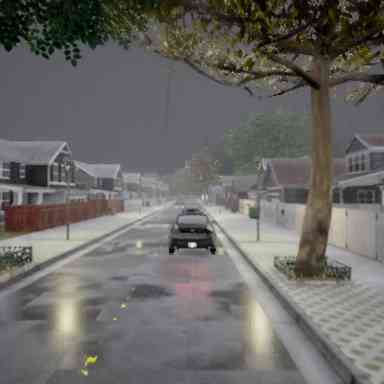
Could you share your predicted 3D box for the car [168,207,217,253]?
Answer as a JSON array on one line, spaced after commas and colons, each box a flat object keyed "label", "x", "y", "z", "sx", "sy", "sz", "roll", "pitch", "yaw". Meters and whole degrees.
[{"label": "car", "x": 0.020, "y": 1.643, "z": 14.286, "sx": 1.837, "sy": 1.490, "sz": 4.892, "roll": 0, "pitch": 0, "yaw": 0}]

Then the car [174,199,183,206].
[{"label": "car", "x": -2.669, "y": 2.281, "z": 70.957, "sx": 1.994, "sy": 1.385, "sz": 4.181, "roll": 0, "pitch": -1, "yaw": 0}]

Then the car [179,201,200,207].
[{"label": "car", "x": 0.037, "y": 1.792, "z": 29.306, "sx": 1.837, "sy": 1.490, "sz": 4.892, "roll": 0, "pitch": 0, "yaw": 0}]
